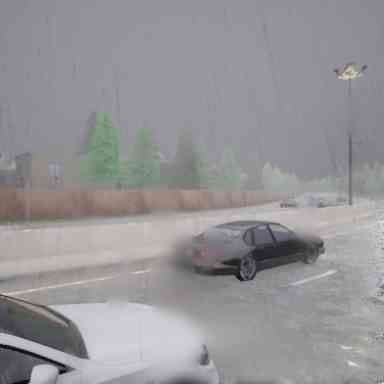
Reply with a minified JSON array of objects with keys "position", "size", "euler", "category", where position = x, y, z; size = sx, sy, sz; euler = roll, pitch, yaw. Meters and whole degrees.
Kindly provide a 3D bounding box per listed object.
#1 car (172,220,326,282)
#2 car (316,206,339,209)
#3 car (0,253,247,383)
[{"position":[1.852,1.553,9.846],"size":[5.357,1.411,2.033],"euler":[0,0,-40],"category":"car"},{"position":[13.022,1.587,32.309],"size":[1.895,1.301,4.718],"euler":[0,0,36],"category":"car"},{"position":[-1.930,1.539,2.546],"size":[4.674,1.442,1.812],"euler":[0,0,-36],"category":"car"}]
